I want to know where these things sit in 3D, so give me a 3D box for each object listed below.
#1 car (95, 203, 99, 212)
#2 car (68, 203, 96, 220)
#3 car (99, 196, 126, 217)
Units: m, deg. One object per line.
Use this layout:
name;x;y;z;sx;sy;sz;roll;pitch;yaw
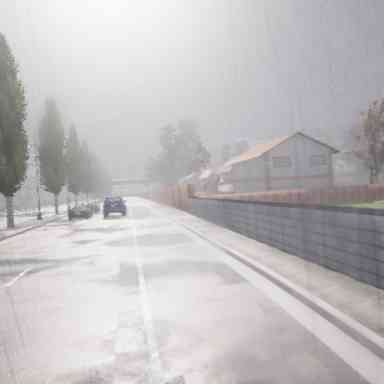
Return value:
car;-13.704;2.147;45.515;1.895;1.301;4.718;-4;0;-10
car;-11.575;2.051;34.580;1.994;1.385;4.181;-4;0;-11
car;-8.131;1.490;35.064;2.150;2.045;5.566;-4;1;-10
